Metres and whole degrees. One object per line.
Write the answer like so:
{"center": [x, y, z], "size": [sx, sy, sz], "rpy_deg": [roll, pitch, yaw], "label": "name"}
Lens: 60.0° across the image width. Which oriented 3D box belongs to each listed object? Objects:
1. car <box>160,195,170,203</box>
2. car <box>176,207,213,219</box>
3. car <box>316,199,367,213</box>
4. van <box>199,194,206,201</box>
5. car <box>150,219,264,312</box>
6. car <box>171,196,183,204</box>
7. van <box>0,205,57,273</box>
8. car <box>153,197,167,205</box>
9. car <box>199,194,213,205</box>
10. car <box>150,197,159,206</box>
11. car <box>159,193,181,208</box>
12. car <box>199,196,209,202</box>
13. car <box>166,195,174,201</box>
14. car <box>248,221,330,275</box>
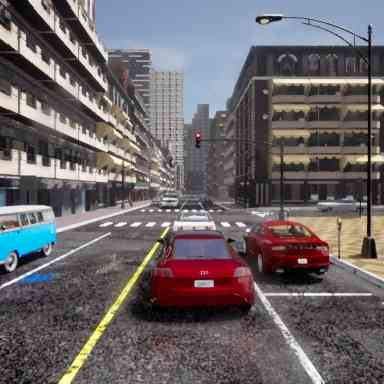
{"center": [-5.678, 1.472, 70.371], "size": [1.967, 1.590, 4.097], "rpy_deg": [-1, 0, 0], "label": "car"}
{"center": [0.116, 1.601, 16.596], "size": [1.895, 1.301, 4.718], "rpy_deg": [0, 0, 1], "label": "car"}
{"center": [15.008, 1.330, 33.294], "size": [4.718, 1.301, 1.895], "rpy_deg": [-1, 0, -1], "label": "car"}
{"center": [2.706, 1.391, 86.946], "size": [1.690, 1.788, 3.998], "rpy_deg": [-1, 0, 0], "label": "van"}
{"center": [0.124, 1.564, 7.796], "size": [1.994, 1.385, 4.181], "rpy_deg": [0, 0, -2], "label": "car"}
{"center": [-2.995, 1.520, 68.272], "size": [2.128, 1.511, 4.902], "rpy_deg": [0, 0, 0], "label": "car"}
{"center": [-5.696, 1.341, 10.311], "size": [1.690, 1.788, 3.998], "rpy_deg": [0, 0, 0], "label": "van"}
{"center": [-5.680, 1.588, 59.314], "size": [1.947, 1.339, 4.313], "rpy_deg": [-1, 0, 0], "label": "car"}
{"center": [2.699, 1.462, 59.307], "size": [1.967, 1.590, 4.097], "rpy_deg": [-1, 0, 0], "label": "car"}
{"center": [-5.682, 1.568, 53.787], "size": [2.008, 1.369, 4.403], "rpy_deg": [-1, 0, 0], "label": "car"}
{"center": [-3.066, 1.233, 47.375], "size": [2.150, 2.045, 5.566], "rpy_deg": [0, 0, 0], "label": "car"}
{"center": [2.705, 1.588, 75.891], "size": [2.008, 1.369, 4.403], "rpy_deg": [-1, 0, 0], "label": "car"}
{"center": [-5.672, 1.575, 86.784], "size": [1.752, 1.417, 4.829], "rpy_deg": [-1, 0, 0], "label": "car"}
{"center": [2.685, 1.544, 10.308], "size": [1.887, 1.381, 4.507], "rpy_deg": [0, 0, 0], "label": "car"}
